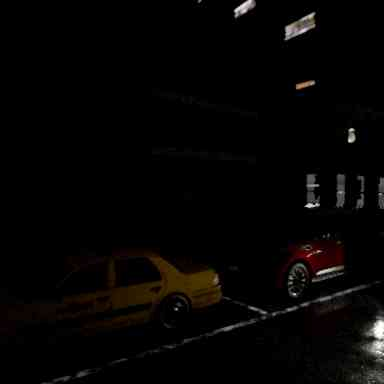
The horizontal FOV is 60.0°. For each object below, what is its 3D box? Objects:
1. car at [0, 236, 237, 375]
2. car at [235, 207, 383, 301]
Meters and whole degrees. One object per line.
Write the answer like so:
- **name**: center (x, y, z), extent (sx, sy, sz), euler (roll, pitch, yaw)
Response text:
- **car**: center (-1.716, 1.534, 5.317), extent (4.829, 1.417, 1.752), euler (0, 1, -35)
- **car**: center (2.966, 1.351, 8.640), extent (5.009, 1.841, 2.192), euler (0, 1, -35)
